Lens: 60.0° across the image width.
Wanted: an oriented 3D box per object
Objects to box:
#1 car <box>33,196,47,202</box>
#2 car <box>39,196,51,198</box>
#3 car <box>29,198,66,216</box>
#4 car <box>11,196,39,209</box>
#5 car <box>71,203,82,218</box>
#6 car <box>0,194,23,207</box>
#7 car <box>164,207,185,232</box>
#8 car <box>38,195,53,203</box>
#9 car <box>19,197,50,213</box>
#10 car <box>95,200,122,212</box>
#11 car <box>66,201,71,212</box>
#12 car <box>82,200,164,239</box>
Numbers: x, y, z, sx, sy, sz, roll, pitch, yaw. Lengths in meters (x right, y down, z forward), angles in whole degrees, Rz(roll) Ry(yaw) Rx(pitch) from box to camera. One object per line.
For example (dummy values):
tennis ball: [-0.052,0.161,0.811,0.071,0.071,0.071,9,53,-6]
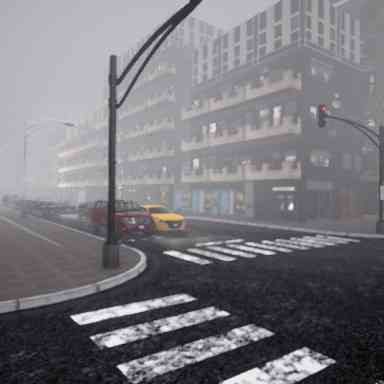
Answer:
car: [-33.655,1.566,73.394,2.008,1.369,4.403,1,-1,-36]
car: [-26.851,1.540,59.603,2.033,1.411,5.357,1,0,-37]
car: [-13.853,1.532,31.782,1.887,1.381,4.507,1,0,-36]
car: [-20.502,1.522,40.958,1.947,1.339,4.313,1,0,-36]
car: [-8.360,1.528,28.610,2.128,1.511,4.902,1,0,-36]
car: [-27.145,1.246,50.132,2.192,1.841,5.009,1,0,-36]
car: [-2.345,1.545,20.309,1.882,1.535,5.008,1,0,-36]
car: [-30.331,1.457,68.810,1.967,1.590,4.097,1,-1,-36]
car: [-17.178,1.538,36.370,1.947,1.339,4.313,1,0,-36]
car: [-10.392,1.657,41.287,1.802,1.307,4.206,1,0,-36]
car: [-14.181,1.609,36.663,1.895,1.301,4.718,1,0,-36]
car: [-3.880,1.354,18.022,2.192,1.841,5.009,1,0,-36]
